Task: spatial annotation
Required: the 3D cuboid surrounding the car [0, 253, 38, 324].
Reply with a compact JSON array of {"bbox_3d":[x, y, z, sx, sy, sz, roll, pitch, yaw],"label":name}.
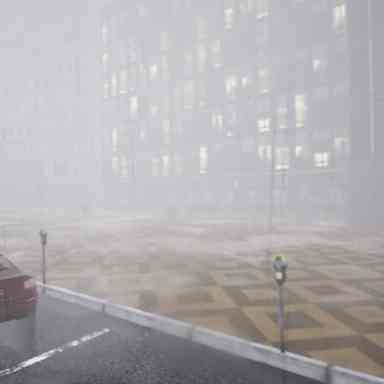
[{"bbox_3d":[-4.463,1.601,6.070,4.206,1.307,1.802,0,-1,36],"label":"car"}]
